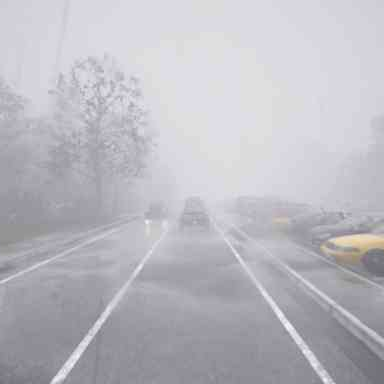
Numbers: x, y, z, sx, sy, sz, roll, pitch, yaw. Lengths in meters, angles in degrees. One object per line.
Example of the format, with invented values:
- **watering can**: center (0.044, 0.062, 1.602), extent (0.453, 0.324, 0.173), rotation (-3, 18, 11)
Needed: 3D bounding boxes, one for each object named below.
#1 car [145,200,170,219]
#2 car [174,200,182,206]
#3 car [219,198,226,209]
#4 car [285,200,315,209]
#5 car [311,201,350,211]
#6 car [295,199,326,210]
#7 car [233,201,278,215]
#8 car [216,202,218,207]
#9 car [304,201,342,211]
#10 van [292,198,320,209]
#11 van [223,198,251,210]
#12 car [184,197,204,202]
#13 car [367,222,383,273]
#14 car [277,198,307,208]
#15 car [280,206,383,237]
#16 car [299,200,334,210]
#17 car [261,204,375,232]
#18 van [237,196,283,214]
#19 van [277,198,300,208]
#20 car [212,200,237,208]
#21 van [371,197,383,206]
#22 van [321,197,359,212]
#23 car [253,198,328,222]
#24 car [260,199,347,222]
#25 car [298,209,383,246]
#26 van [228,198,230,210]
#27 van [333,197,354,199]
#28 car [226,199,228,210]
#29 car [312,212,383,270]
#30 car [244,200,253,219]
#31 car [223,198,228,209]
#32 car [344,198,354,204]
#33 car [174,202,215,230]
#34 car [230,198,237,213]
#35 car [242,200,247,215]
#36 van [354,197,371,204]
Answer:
- **car**: center (-3.241, 1.615, 31.861), extent (2.097, 1.767, 4.553), rotation (0, -1, 0)
- **car**: center (-2.961, 2.549, 72.502), extent (2.033, 1.411, 5.357), rotation (0, -2, 0)
- **car**: center (7.271, 2.103, 51.955), extent (5.008, 1.535, 2.097), rotation (0, -1, 0)
- **car**: center (20.396, 2.350, 62.778), extent (4.892, 1.521, 2.231), rotation (0, -1, 0)
- **car**: center (20.324, 2.031, 48.930), extent (4.892, 1.521, 2.231), rotation (0, -1, 0)
- **car**: center (20.342, 2.096, 57.242), extent (4.553, 1.767, 2.185), rotation (0, -1, 0)
- **car**: center (7.222, 1.813, 38.071), extent (4.792, 1.488, 2.163), rotation (0, -1, 0)
- **car**: center (7.339, 2.325, 60.280), extent (4.792, 1.488, 2.163), rotation (0, -1, 0)
- **car**: center (20.339, 2.093, 51.700), extent (5.008, 1.535, 2.097), rotation (0, -1, 0)
- **van**: center (20.504, 2.059, 60.013), extent (4.442, 1.987, 1.878), rotation (0, -1, 0)
- **van**: center (7.397, 1.942, 54.735), extent (4.442, 1.987, 1.878), rotation (0, -1, 0)
- **car**: center (0.236, 1.600, 39.599), extent (2.150, 2.045, 5.566), rotation (0, -1, 0)
- **car**: center (7.004, 1.570, 7.561), extent (4.792, 1.488, 2.163), rotation (0, 0, 0)
- **car**: center (20.459, 2.233, 68.319), extent (5.566, 2.045, 2.435), rotation (0, -2, 0)
- **car**: center (7.071, 1.600, 15.889), extent (4.892, 1.521, 2.231), rotation (0, 0, 0)
- **car**: center (20.354, 2.160, 54.595), extent (5.008, 1.535, 2.097), rotation (0, -1, 0)
- **car**: center (6.906, 1.615, 18.666), extent (5.366, 1.575, 1.946), rotation (0, 0, 0)
- **van**: center (7.047, 1.490, 32.548), extent (4.442, 1.987, 1.878), rotation (0, 0, 0)
- **van**: center (20.564, 2.342, 71.209), extent (4.442, 1.987, 1.878), rotation (0, -2, 0)
- **car**: center (7.196, 2.662, 74.142), extent (5.366, 1.575, 1.946), rotation (0, -2, 0)
- **van**: center (20.359, 1.483, 32.334), extent (4.442, 1.987, 1.878), rotation (0, 0, 0)
- **van**: center (20.432, 1.740, 46.165), extent (4.442, 1.987, 1.878), rotation (0, -1, 0)
- **car**: center (7.089, 1.532, 24.218), extent (4.553, 1.767, 2.185), rotation (0, 0, 0)
- **car**: center (7.075, 1.512, 21.442), extent (4.553, 1.767, 2.185), rotation (0, 0, 0)
- **car**: center (7.069, 1.581, 13.113), extent (4.892, 1.521, 2.231), rotation (0, 0, 0)
- **van**: center (7.091, 1.622, 40.859), extent (4.442, 1.987, 1.878), rotation (0, -1, 0)
- **van**: center (20.169, 1.612, 40.629), extent (4.442, 1.987, 1.878), rotation (0, -1, 0)
- **car**: center (7.225, 1.951, 43.628), extent (4.674, 1.452, 2.002), rotation (0, -1, 0)
- **car**: center (6.862, 1.557, 10.338), extent (5.366, 1.575, 1.946), rotation (0, 0, 0)
- **car**: center (7.129, 1.676, 26.994), extent (5.008, 1.535, 2.097), rotation (0, 0, 0)
- **car**: center (7.207, 2.005, 46.405), extent (4.792, 1.488, 2.163), rotation (0, -1, 0)
- **car**: center (20.277, 1.774, 37.853), extent (5.008, 1.535, 2.097), rotation (0, -1, 0)
- **car**: center (0.170, 1.641, 22.176), extent (2.128, 1.511, 4.902), rotation (0, -1, 0)
- **car**: center (7.207, 1.483, 35.323), extent (5.566, 2.045, 2.435), rotation (0, 0, 0)
- **car**: center (7.152, 1.736, 29.769), extent (4.674, 1.452, 2.002), rotation (0, 0, 0)
- **van**: center (20.141, 1.503, 35.238), extent (4.442, 1.987, 1.878), rotation (0, -1, 0)
